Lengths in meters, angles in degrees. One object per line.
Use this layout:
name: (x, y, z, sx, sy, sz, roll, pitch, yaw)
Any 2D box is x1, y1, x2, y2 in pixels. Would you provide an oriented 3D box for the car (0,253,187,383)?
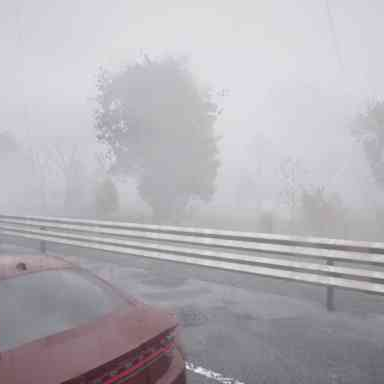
car: (-2.377, 1.479, 3.821, 5.008, 1.535, 1.882, 0, 0, 36)
